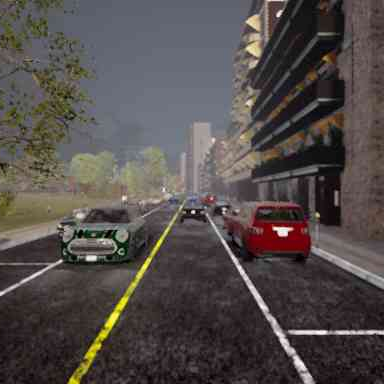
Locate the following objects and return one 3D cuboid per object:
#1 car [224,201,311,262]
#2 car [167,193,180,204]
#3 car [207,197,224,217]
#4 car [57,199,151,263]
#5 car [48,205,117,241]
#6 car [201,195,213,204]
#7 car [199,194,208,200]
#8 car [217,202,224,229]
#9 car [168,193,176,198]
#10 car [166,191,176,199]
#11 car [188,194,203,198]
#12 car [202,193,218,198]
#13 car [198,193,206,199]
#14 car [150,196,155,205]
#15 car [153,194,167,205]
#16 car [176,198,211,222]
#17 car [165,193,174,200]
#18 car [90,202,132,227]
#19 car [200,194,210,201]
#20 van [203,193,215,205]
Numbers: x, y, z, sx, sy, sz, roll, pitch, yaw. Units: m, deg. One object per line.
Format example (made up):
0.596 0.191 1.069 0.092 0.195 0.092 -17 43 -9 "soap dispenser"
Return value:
2.571 1.239 11.796 2.192 1.841 5.009 1 0 0 "car"
-2.833 1.264 54.009 1.895 1.301 4.718 0 0 0 "car"
2.562 1.384 28.780 1.947 1.339 4.313 1 0 0 "car"
-2.855 1.276 11.685 2.097 1.767 4.553 0 0 0 "car"
-5.313 1.443 16.783 2.008 1.369 4.403 1 0 0 "car"
2.551 1.211 57.085 1.947 1.339 4.313 1 0 0 "car"
2.544 1.113 74.067 1.947 1.339 4.313 1 0 0 "car"
2.567 1.433 17.459 1.887 1.381 4.507 1 0 0 "car"
-5.343 1.039 90.283 1.802 1.307 4.206 1 0 0 "car"
-5.338 0.803 84.628 2.192 1.841 5.009 1 0 0 "car"
0.084 1.263 41.835 1.812 1.442 4.674 0 0 0 "car"
2.558 1.029 45.761 2.192 1.841 5.009 1 0 0 "car"
2.540 1.050 85.389 1.947 1.339 4.313 1 0 0 "car"
-5.320 1.338 33.745 2.008 1.369 4.403 1 0 0 "car"
-5.326 1.123 50.705 1.967 1.590 4.097 1 0 0 "car"
0.090 1.390 24.760 2.033 1.411 5.357 0 0 0 "car"
-5.338 1.070 78.976 2.008 1.369 4.403 1 0 0 "car"
-5.316 1.439 22.437 1.802 1.307 4.206 1 0 0 "car"
2.546 1.124 68.406 1.887 1.381 4.507 1 0 0 "car"
2.555 1.020 51.422 1.690 1.788 3.998 1 0 0 "van"
